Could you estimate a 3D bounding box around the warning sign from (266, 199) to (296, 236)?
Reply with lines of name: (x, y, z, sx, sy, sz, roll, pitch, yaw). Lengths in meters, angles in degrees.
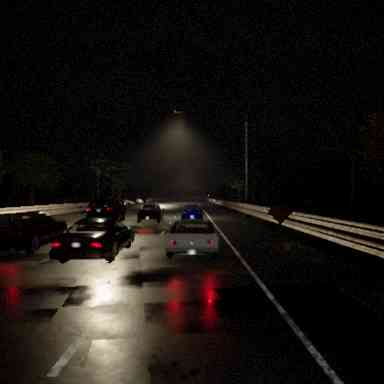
warning sign: (4.547, 1.286, 17.090, 1.300, 1.860, 1.060, 0, -1, 0)

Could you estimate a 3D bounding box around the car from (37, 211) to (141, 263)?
car: (-3.495, 1.673, 12.533, 2.033, 1.411, 5.357, 0, -1, 0)

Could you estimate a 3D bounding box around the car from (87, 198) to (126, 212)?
car: (-6.997, 1.500, 27.576, 2.150, 2.045, 5.566, 0, 0, 0)

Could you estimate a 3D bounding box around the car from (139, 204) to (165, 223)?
car: (-3.489, 1.792, 28.499, 1.837, 1.490, 4.892, 0, 0, 0)

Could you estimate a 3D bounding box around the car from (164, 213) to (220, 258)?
car: (0.011, 1.733, 13.252, 1.895, 1.301, 4.718, 0, -1, 0)

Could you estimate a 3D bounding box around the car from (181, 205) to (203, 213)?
car: (0.014, 1.814, 28.896, 1.812, 1.442, 4.674, 0, 0, 0)

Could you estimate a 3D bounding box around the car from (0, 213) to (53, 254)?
car: (-6.980, 1.619, 14.245, 1.882, 1.535, 5.008, 0, 0, 0)
